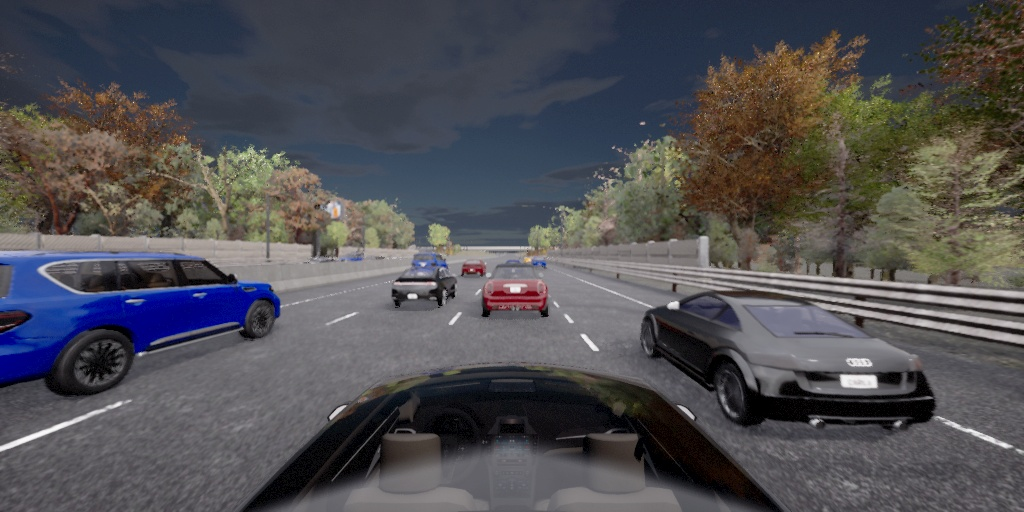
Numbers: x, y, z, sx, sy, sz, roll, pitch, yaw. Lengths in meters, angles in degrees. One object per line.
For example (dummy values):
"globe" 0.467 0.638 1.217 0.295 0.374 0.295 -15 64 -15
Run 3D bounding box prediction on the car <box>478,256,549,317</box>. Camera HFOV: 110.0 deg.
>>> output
"car" 0.100 1.025 12.954 2.097 1.767 4.553 0 0 0

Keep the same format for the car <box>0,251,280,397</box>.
"car" -6.903 0.937 6.634 2.150 2.045 5.566 0 0 0

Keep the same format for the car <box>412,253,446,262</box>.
"car" -6.901 0.782 30.334 2.150 2.045 5.566 0 0 0

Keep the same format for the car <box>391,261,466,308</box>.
"car" -3.400 1.153 14.678 2.128 1.511 4.902 0 0 0

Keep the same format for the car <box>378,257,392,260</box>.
"car" -17.558 1.022 52.862 1.895 1.301 4.718 0 0 0

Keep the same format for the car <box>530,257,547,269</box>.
"car" 3.502 0.874 48.289 1.882 1.535 5.008 0 0 0

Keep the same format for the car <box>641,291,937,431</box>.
"car" 3.565 1.229 5.633 1.994 1.385 4.181 0 0 2

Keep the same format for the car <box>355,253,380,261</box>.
"car" -21.061 0.767 53.770 2.097 1.767 4.553 0 0 0

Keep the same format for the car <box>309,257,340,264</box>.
"car" -28.049 0.911 53.092 2.128 1.511 4.902 0 0 0

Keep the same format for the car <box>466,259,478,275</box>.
"car" -3.396 1.023 32.769 1.882 1.535 5.008 0 0 0

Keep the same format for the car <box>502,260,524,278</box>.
"car" 0.102 1.074 32.223 1.812 1.442 4.674 0 0 0

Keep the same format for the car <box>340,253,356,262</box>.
"car" -24.542 0.628 54.826 2.150 2.045 5.566 0 1 1
